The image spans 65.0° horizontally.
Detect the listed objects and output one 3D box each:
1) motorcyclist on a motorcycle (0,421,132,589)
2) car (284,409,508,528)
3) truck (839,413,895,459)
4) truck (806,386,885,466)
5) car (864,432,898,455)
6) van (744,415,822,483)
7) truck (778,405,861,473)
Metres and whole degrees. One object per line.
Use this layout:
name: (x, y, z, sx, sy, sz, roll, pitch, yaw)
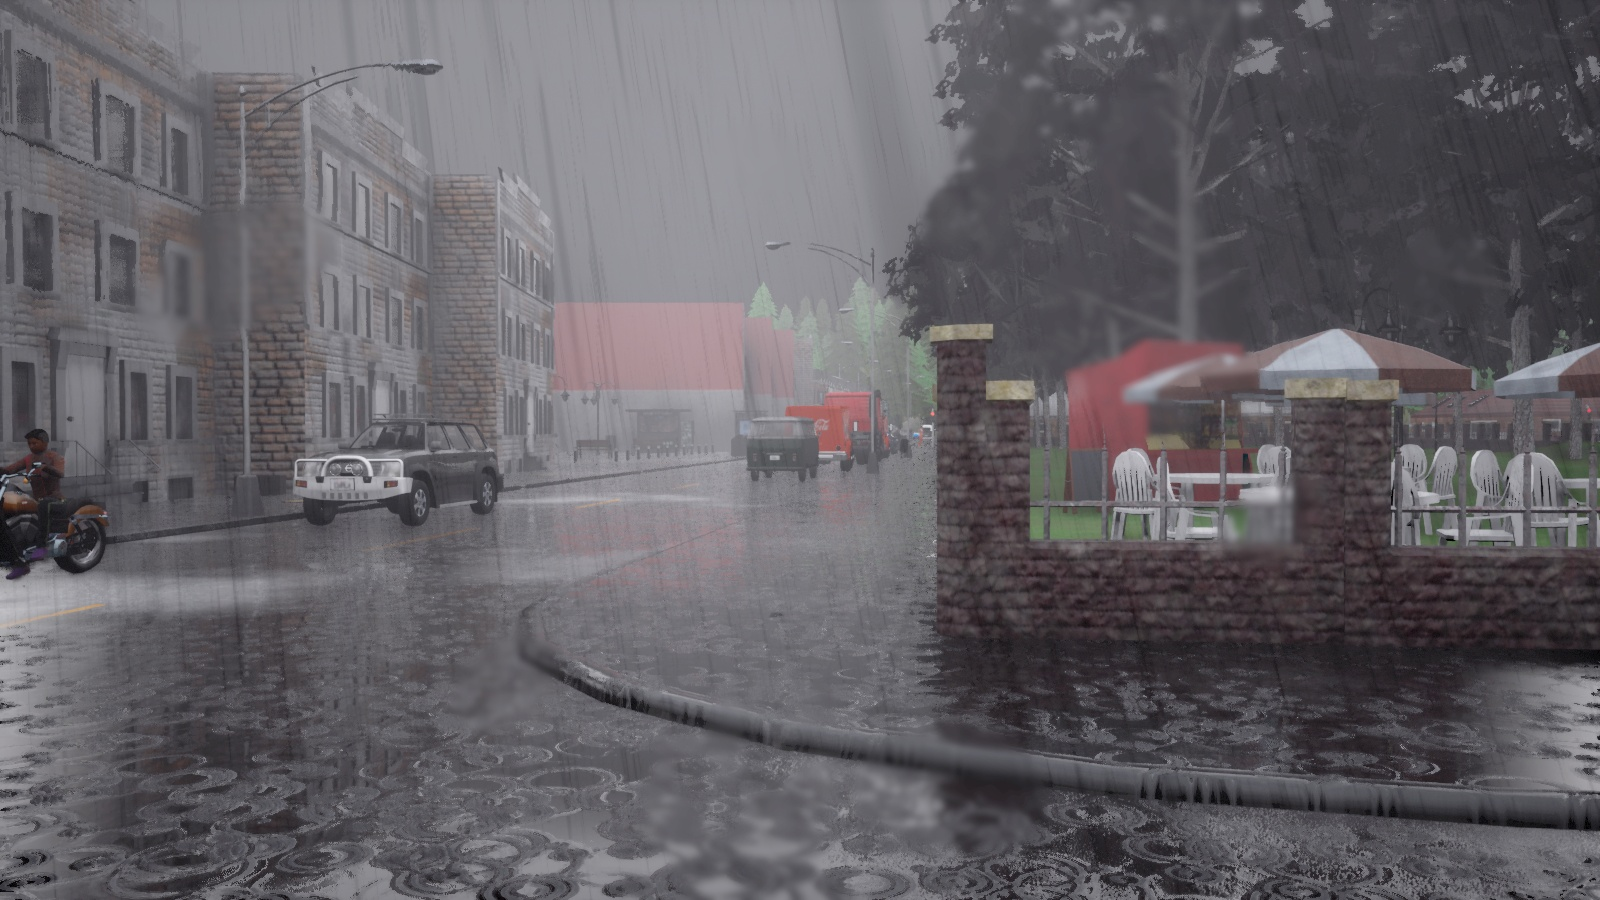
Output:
motorcyclist on a motorcycle: (-8.137, 0.525, 13.162, 0.766, 1.649, 2.350, 0, 1, 8)
car: (-6.901, 0.249, 22.044, 1.932, 1.855, 4.605, 0, 1, 8)
truck: (3.763, -0.796, 69.571, 2.627, 2.467, 5.204, 0, 1, 8)
truck: (2.263, -1.120, 58.858, 2.891, 3.462, 7.936, 0, 1, 8)
car: (5.194, -0.447, 79.788, 1.812, 1.442, 4.674, 0, 1, 8)
van: (-0.468, -0.073, 39.281, 1.775, 1.987, 4.442, 0, 1, 8)
truck: (0.832, -0.461, 48.557, 2.627, 2.467, 5.204, 0, 1, 7)
